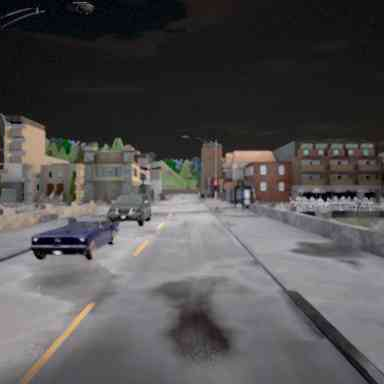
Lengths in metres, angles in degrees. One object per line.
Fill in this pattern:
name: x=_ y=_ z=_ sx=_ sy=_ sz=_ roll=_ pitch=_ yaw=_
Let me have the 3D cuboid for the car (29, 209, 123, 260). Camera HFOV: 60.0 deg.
car: x=-4.107 y=1.546 z=12.399 sx=1.895 sy=1.301 sz=4.718 roll=0 pitch=0 yaw=0

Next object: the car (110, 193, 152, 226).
car: x=-4.086 y=1.120 z=22.696 sx=2.150 sy=2.045 sz=5.566 roll=0 pitch=0 yaw=0
